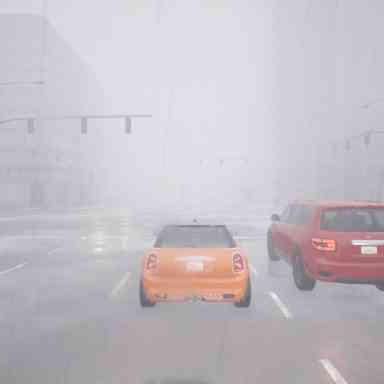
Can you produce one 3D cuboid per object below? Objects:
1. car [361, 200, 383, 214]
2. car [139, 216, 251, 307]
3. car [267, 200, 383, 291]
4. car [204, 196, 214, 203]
[{"bbox_3d":[20.540,1.564,35.269,4.181,1.385,1.994,0,0,1],"label":"car"},{"bbox_3d":[0.077,1.352,8.115,2.097,1.767,4.553,0,0,1],"label":"car"},{"bbox_3d":[3.556,1.221,9.134,2.150,2.045,5.566,0,0,3],"label":"car"},{"bbox_3d":[3.709,1.525,71.099,1.812,1.442,4.674,0,0,0],"label":"car"}]
